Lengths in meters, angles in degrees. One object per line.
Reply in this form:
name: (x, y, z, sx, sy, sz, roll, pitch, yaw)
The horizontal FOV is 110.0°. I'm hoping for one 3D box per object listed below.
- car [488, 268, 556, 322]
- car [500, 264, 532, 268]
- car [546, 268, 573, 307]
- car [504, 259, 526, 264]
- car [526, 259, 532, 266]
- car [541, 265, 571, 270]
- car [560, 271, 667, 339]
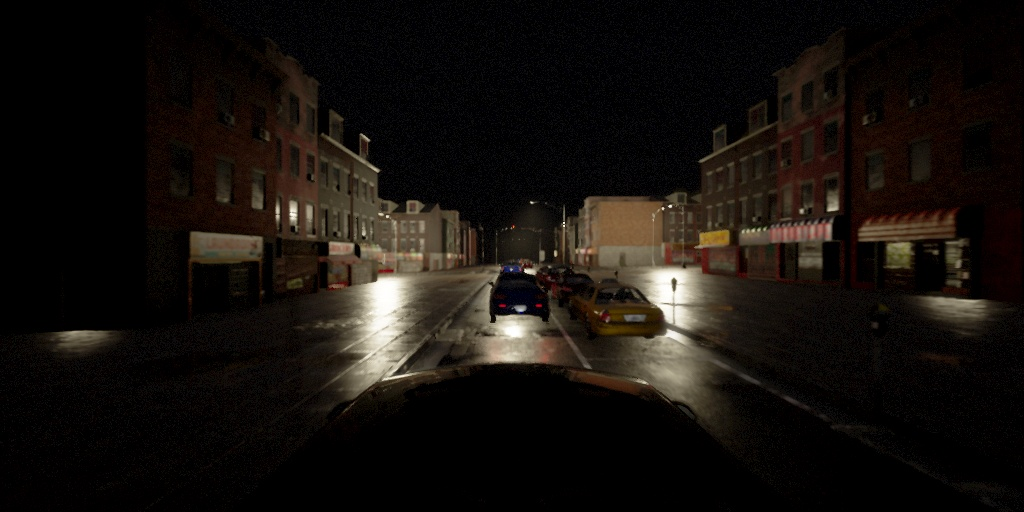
car: (0.171, 1.306, 12.331, 1.812, 1.442, 4.674, 0, 0, -2)
car: (0.094, 1.422, 23.983, 1.895, 1.301, 4.718, 0, 0, 0)
car: (2.631, 1.371, 15.286, 1.802, 1.307, 4.207, 0, 0, 0)
car: (-0.028, 1.218, 33.882, 2.097, 1.767, 4.553, 0, 0, 0)
car: (2.607, 1.490, 63.558, 1.967, 1.591, 4.097, 0, 0, 0)
car: (2.628, 1.249, 20.752, 1.967, 1.591, 4.097, 0, 0, 0)
car: (2.633, 1.298, 9.989, 1.751, 1.417, 4.829, 0, 0, 0)
